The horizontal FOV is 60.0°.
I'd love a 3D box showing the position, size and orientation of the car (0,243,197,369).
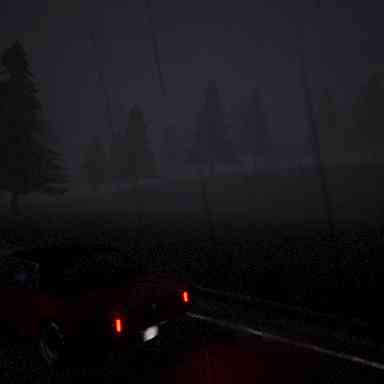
[{"bbox_3d":[-2.342,1.573,5.705,4.718,1.301,1.895,0,0,36],"label":"car"}]
